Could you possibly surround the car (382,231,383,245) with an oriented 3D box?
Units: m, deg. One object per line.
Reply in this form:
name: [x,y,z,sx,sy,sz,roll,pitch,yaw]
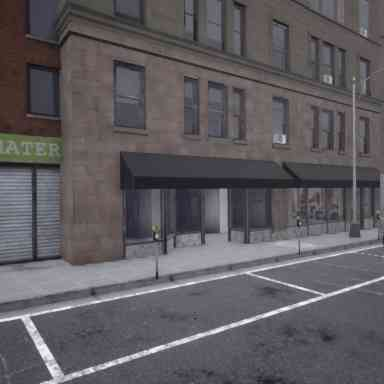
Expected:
car: [9.271,1.540,13.189,4.507,1.381,1.887,0,-1,-36]
